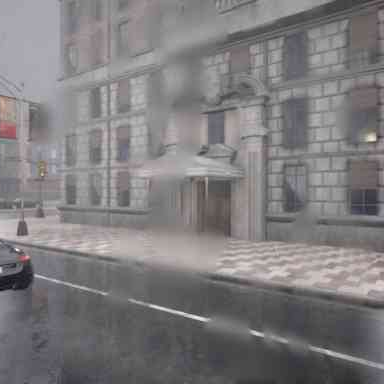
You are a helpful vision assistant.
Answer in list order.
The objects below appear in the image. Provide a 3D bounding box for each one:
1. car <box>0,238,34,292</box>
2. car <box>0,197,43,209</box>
[{"bbox_3d":[-5.605,1.564,7.842,4.181,1.385,1.994,0,0,35],"label":"car"},{"bbox_3d":[-22.128,1.478,43.622,1.882,1.535,5.008,0,0,35],"label":"car"}]
